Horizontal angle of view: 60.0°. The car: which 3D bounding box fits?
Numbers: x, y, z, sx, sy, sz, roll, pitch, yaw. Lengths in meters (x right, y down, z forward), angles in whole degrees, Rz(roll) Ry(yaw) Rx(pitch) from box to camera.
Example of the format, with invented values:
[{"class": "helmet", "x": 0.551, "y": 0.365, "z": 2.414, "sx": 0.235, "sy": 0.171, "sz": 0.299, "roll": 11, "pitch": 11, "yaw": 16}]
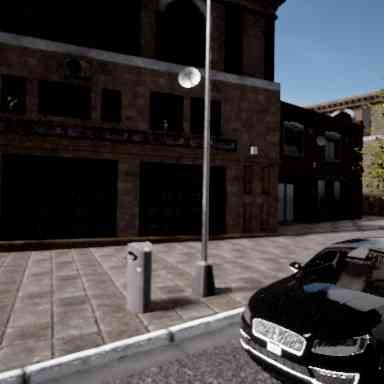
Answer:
[{"class": "car", "x": 2.890, "y": 1.541, "z": 5.218, "sx": 4.892, "sy": 1.490, "sz": 1.837, "roll": 0, "pitch": 0, "yaw": -36}]
